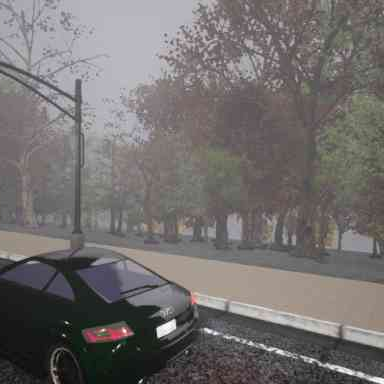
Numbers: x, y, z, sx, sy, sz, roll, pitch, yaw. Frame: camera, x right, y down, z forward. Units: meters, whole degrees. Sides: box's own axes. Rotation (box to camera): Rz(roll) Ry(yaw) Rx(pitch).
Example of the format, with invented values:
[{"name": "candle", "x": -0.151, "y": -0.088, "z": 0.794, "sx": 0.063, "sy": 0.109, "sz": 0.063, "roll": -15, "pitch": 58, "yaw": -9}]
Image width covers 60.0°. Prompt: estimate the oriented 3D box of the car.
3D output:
[{"name": "car", "x": -1.926, "y": 1.563, "z": 5.061, "sx": 4.181, "sy": 1.385, "sz": 1.994, "roll": 0, "pitch": 0, "yaw": 36}]
